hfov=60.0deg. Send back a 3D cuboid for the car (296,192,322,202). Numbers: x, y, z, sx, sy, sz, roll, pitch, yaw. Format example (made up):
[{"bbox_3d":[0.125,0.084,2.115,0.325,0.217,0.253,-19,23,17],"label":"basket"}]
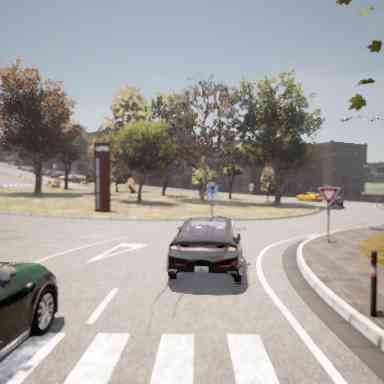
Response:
[{"bbox_3d":[19.462,0.803,55.360,1.882,1.535,5.008,-1,2,-20],"label":"car"}]

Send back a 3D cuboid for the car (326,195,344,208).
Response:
[{"bbox_3d":[18.047,1.180,42.093,1.837,1.490,4.892,0,2,20],"label":"car"}]

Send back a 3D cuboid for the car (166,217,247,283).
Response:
[{"bbox_3d":[0.536,1.466,9.685,2.128,1.511,4.902,0,0,8],"label":"car"}]

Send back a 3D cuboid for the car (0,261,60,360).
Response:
[{"bbox_3d":[-3.336,1.347,3.837,2.097,1.767,4.553,0,0,1],"label":"car"}]

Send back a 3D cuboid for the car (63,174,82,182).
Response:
[{"bbox_3d":[-31.110,-3.438,89.279,2.231,1.521,4.892,7,6,28],"label":"car"}]
